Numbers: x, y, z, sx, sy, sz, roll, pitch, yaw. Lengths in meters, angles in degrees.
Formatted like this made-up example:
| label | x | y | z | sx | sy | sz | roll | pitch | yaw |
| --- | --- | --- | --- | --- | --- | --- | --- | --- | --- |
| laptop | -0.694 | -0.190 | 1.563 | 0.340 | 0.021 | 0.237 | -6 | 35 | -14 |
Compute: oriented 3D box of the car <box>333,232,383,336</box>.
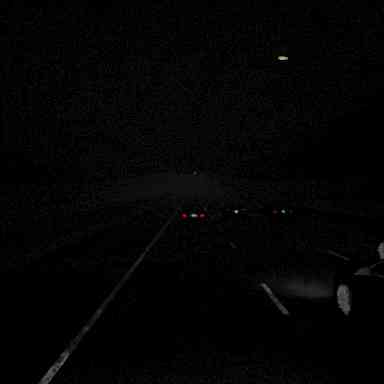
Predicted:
| label | x | y | z | sx | sy | sz | roll | pitch | yaw |
| --- | --- | --- | --- | --- | --- | --- | --- | --- | --- |
| car | 3.598 | 1.514 | 4.410 | 1.837 | 1.490 | 4.892 | 0 | 0 | 0 |

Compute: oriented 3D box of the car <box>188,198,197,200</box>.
| label | x | y | z | sx | sy | sz | roll | pitch | yaw |
| --- | --- | --- | --- | --- | --- | --- | --- | --- | --- |
| car | 0.080 | 1.494 | 41.745 | 1.994 | 1.385 | 4.181 | 0 | 0 | 0 |

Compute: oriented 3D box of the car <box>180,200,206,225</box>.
| label | x | y | z | sx | sy | sz | roll | pitch | yaw |
| --- | --- | --- | --- | --- | --- | --- | --- | --- | --- |
| car | 0.087 | 1.573 | 24.097 | 2.033 | 1.411 | 5.357 | 0 | 0 | 0 |

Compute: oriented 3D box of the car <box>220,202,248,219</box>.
| label | x | y | z | sx | sy | sz | roll | pitch | yaw |
| --- | --- | --- | --- | --- | --- | --- | --- | --- | --- |
| car | 3.586 | 1.575 | 28.942 | 1.994 | 1.385 | 4.181 | 0 | 0 | 0 |

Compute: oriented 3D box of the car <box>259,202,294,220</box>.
| label | x | y | z | sx | sy | sz | roll | pitch | yaw |
| --- | --- | --- | --- | --- | --- | --- | --- | --- | --- |
| car | 7.086 | 1.561 | 28.287 | 2.033 | 1.411 | 5.357 | 0 | 0 | 0 |
